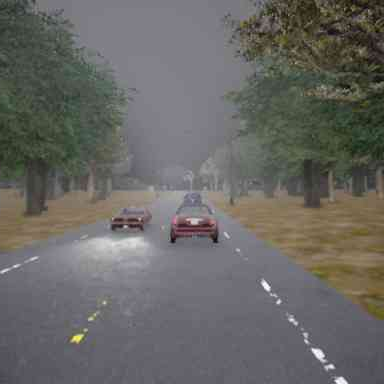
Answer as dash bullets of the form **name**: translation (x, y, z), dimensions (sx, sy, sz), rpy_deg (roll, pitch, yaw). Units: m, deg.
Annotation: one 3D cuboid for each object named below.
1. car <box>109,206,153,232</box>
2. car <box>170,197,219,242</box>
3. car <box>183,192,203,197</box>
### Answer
- **car**: translation (-3.502, 1.528, 19.826), dimensions (1.895, 1.301, 4.718), rpy_deg (0, 0, 0)
- **car**: translation (0.098, 1.294, 16.068), dimensions (2.097, 1.767, 4.553), rpy_deg (0, 0, 0)
- **car**: translation (0.096, 1.067, 38.316), dimensions (2.150, 2.045, 5.566), rpy_deg (0, 0, 0)
